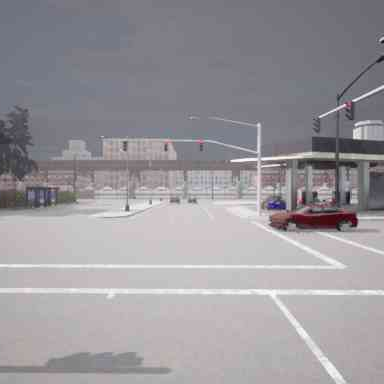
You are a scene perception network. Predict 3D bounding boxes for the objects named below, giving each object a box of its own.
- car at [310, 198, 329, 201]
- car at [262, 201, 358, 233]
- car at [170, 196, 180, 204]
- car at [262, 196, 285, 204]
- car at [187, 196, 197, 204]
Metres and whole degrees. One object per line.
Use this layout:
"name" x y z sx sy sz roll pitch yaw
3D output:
"car" 15.480 1.456 40.442 1.970 1.475 3.806 0 0 0
"car" 6.961 1.478 19.262 5.008 1.535 1.882 0 0 -4
"car" -3.358 1.491 66.287 2.128 1.511 4.902 0 0 0
"car" 9.735 1.295 39.683 2.242 1.667 4.611 0 0 0
"car" 0.040 1.547 64.364 2.033 1.411 5.357 0 0 0
